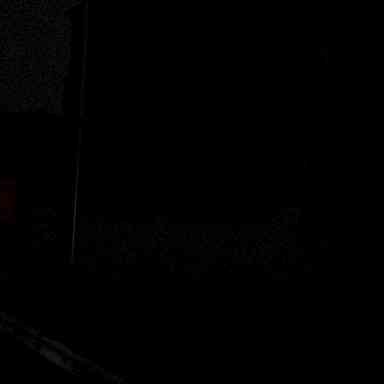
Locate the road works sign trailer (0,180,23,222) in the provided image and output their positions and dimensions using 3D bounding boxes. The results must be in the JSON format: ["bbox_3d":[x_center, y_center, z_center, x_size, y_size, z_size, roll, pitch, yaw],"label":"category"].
[{"bbox_3d":[-10.927,0.514,17.090,2.880,2.380,3.560,3,3,-7],"label":"road works sign trailer"}]
